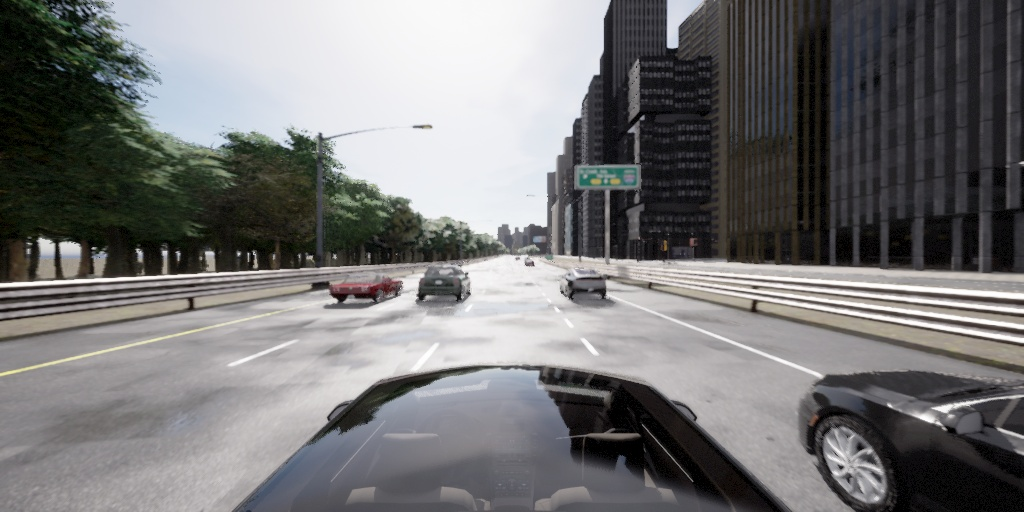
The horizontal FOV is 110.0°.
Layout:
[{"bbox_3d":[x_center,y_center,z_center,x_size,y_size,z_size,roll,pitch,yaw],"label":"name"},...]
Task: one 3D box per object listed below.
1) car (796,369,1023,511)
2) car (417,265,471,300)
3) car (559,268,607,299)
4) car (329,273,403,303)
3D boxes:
[{"bbox_3d":[3.600,1.252,1.377,1.837,1.490,4.892,0,-1,0],"label":"car"},{"bbox_3d":[-3.371,1.241,18.675,2.097,1.767,4.553,0,0,0],"label":"car"},{"bbox_3d":[3.631,1.385,18.951,2.128,1.511,4.902,0,0,0],"label":"car"},{"bbox_3d":[-6.875,1.480,17.565,1.895,1.301,4.718,0,0,0],"label":"car"}]
